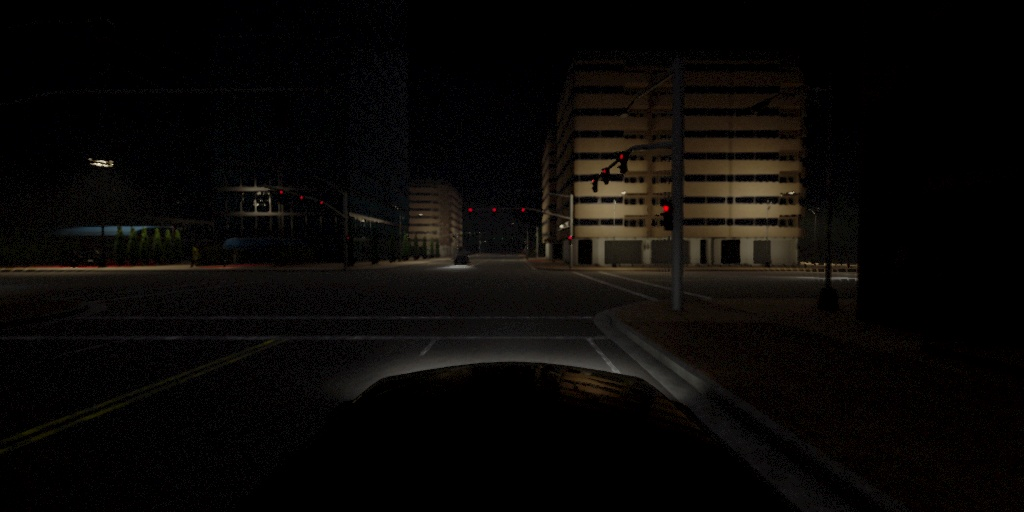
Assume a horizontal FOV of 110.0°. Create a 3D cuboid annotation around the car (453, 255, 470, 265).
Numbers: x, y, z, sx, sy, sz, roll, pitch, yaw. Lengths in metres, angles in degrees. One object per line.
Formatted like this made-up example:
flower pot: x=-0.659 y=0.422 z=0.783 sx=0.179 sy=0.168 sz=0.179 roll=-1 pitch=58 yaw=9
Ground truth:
car: x=-7.002 y=0.557 z=50.122 sx=2.128 sy=1.511 sz=4.902 roll=0 pitch=2 yaw=0
